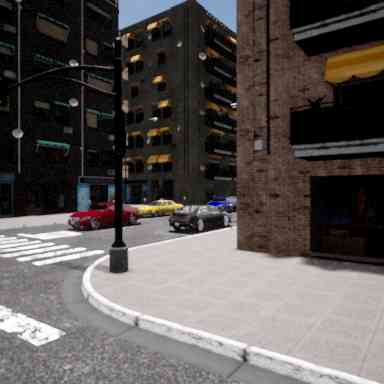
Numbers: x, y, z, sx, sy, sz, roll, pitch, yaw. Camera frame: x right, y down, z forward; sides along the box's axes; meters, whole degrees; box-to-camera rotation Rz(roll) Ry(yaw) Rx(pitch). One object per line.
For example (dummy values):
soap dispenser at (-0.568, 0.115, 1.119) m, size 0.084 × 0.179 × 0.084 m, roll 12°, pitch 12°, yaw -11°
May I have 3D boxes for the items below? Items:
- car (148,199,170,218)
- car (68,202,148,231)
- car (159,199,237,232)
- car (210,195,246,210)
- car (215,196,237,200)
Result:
car at (-2.633, 1.270, 27.402) m, size 1.752 × 1.417 × 4.829 m, roll 1°, pitch 1°, yaw 36°
car at (-5.069, 1.358, 19.831) m, size 1.812 × 1.442 × 4.674 m, roll 0°, pitch 1°, yaw 36°
car at (0.534, 1.343, 18.347) m, size 2.008 × 1.369 × 4.403 m, roll 1°, pitch 1°, yaw 36°
car at (4.026, 1.129, 36.582) m, size 1.752 × 1.417 × 4.829 m, roll 1°, pitch 1°, yaw 36°
car at (2.765, 1.192, 30.635) m, size 1.812 × 1.442 × 4.674 m, roll 0°, pitch 1°, yaw 36°
